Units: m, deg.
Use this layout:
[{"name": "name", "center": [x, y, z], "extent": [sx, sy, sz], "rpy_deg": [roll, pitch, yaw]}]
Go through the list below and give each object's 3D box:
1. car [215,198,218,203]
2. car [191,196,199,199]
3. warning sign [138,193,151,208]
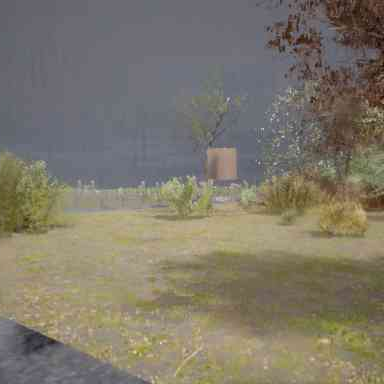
[{"name": "car", "center": [5.189, 1.415, 62.841], "extent": [1.895, 1.301, 4.718], "rpy_deg": [1, 1, 40]}, {"name": "car", "center": [0.858, 1.340, 53.449], "extent": [1.837, 1.490, 4.892], "rpy_deg": [1, 1, 40]}, {"name": "warning sign", "center": [-5.924, 1.007, 41.623], "extent": [1.300, 1.860, 1.060], "rpy_deg": [0, 0, 40]}]
